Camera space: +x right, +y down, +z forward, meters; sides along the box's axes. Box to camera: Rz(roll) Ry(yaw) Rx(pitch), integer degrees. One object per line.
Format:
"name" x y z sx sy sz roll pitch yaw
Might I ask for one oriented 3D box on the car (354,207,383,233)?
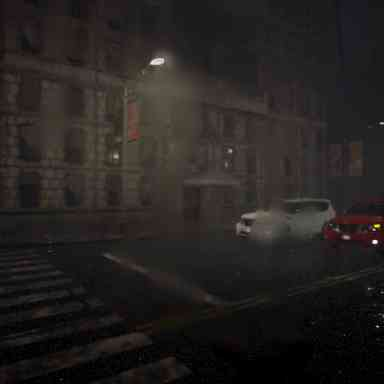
"car" 13.062 1.724 21.790 5.357 1.411 2.033 1 0 -34

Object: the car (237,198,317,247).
"car" 4.681 1.321 15.921 5.566 2.045 2.150 1 0 -35

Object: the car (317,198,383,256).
"car" 7.883 1.331 13.910 5.566 2.045 2.150 1 0 -37
